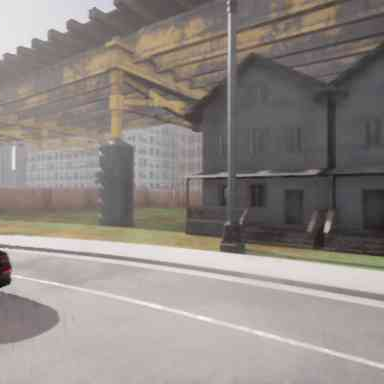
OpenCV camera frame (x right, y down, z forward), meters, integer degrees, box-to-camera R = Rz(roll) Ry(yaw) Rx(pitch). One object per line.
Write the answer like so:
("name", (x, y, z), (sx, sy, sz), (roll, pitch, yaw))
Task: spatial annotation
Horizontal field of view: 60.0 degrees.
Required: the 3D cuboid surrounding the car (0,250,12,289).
("car", (-5.993, 1.511, 7.314), (4.674, 1.442, 1.812), (0, 0, 27))
